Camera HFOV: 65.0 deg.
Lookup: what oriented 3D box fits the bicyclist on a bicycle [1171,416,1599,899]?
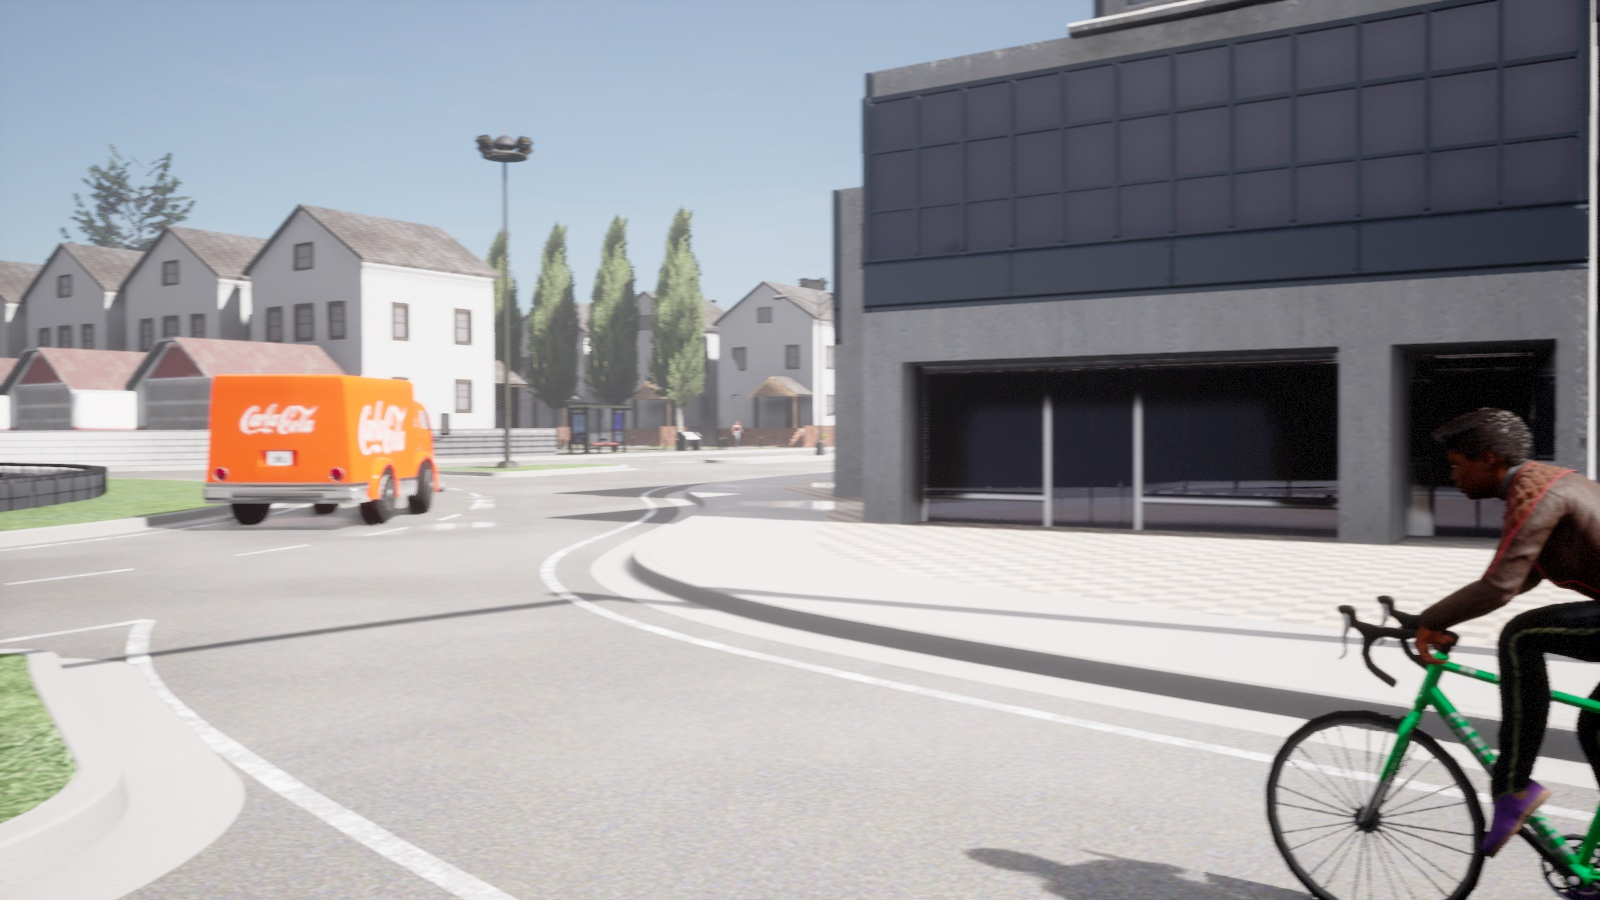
[{"bbox_3d":[2.010,0.718,3.711,1.656,1.620,0.582,1,1,42],"label":"bicyclist on a bicycle"}]

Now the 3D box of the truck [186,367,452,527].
[{"bbox_3d":[-8.210,-0.085,22.147,2.627,2.467,5.204,0,1,1],"label":"truck"}]
